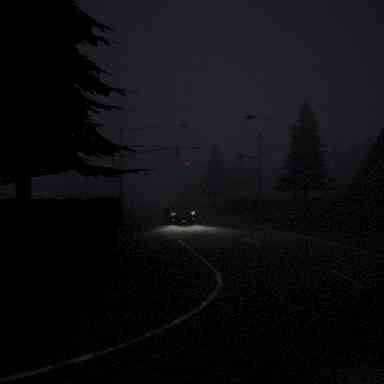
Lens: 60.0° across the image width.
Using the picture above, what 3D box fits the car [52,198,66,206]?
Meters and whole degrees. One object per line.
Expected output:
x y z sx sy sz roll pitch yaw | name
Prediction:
-26.395 2.044 66.145 1.970 1.475 3.806 0 -1 -11 | car

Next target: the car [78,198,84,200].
-24.896 2.125 74.000 1.845 1.501 3.633 0 -1 -11 | car

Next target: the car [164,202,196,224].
-1.056 1.653 27.453 2.097 1.767 4.553 0 0 -12 | car
